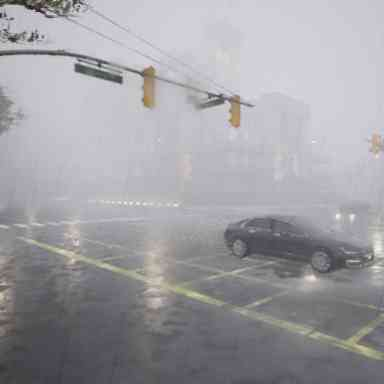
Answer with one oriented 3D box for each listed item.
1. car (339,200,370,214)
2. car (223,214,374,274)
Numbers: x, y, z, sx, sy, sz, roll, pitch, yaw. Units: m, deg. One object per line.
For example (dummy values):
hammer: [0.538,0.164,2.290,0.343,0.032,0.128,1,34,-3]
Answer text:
car: [18.861,1.652,38.539,5.008,1.535,1.882,0,0,-42]
car: [3.231,1.528,10.945,1.837,1.490,4.892,0,0,-44]
